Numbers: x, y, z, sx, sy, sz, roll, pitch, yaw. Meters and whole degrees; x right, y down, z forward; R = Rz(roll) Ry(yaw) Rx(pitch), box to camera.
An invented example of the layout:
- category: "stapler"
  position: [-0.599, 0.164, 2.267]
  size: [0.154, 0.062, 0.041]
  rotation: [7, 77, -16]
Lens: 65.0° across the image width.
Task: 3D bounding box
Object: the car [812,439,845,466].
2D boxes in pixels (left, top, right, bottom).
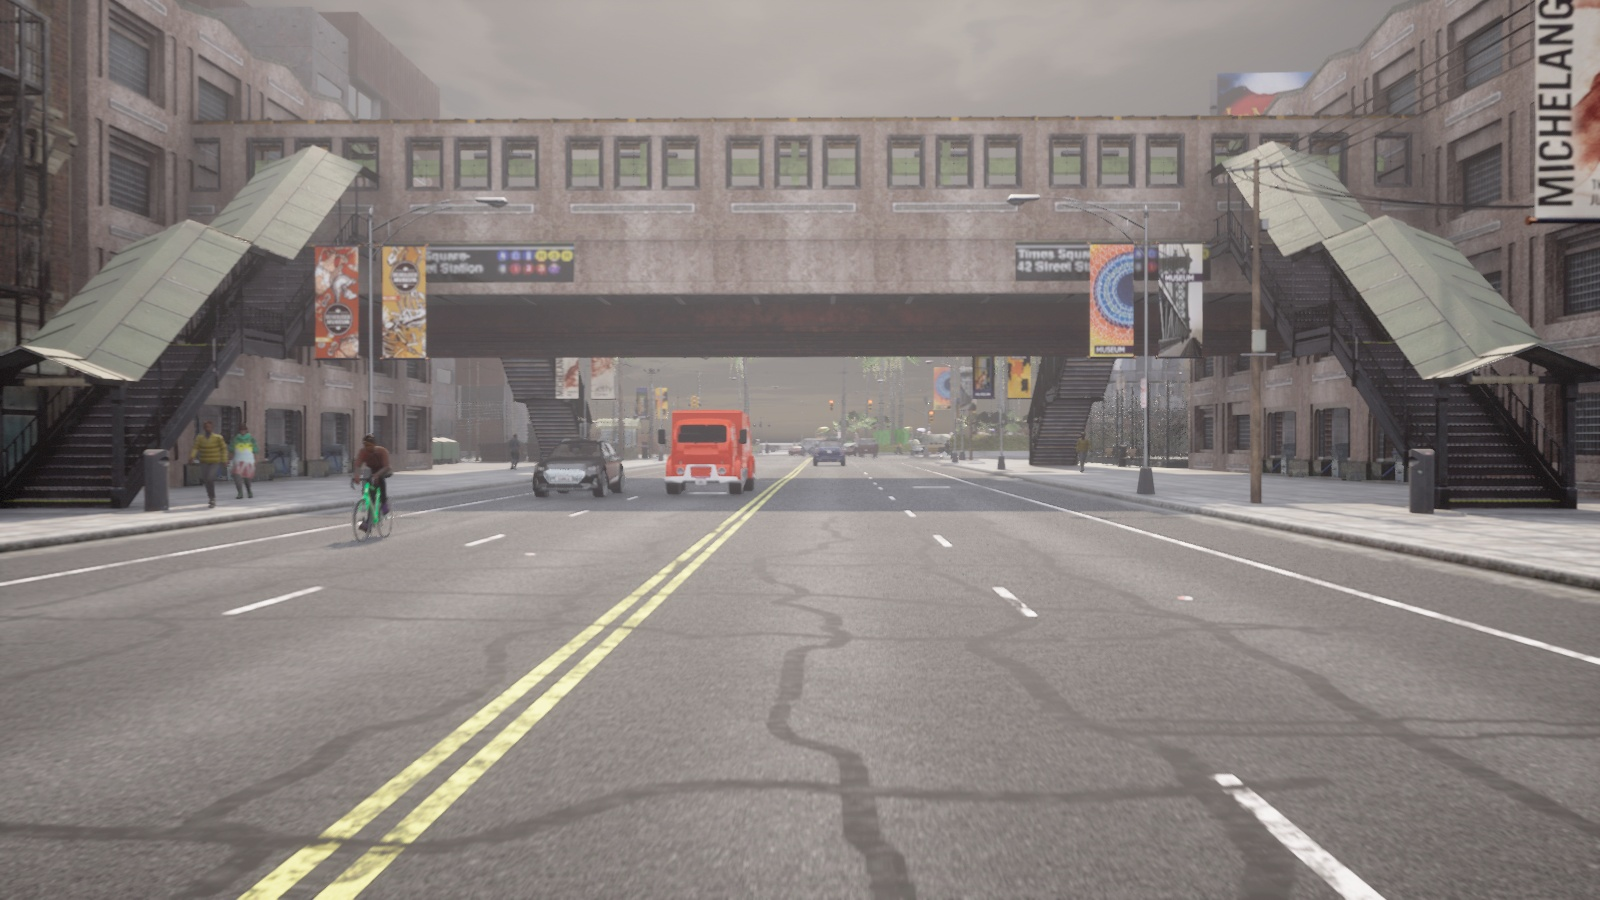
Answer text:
- category: "car"
  position: [1.866, 0.143, 82.201]
  size: [2.097, 1.767, 4.553]
  rotation: [0, 0, 1]

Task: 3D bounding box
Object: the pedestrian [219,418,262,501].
- category: "pedestrian"
  position: [-13.437, 0.221, 30.184]
  size: [0.659, 1.952, 0.873]
  rotation: [0, 0, -3]

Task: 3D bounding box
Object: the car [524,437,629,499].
- category: "car"
  position: [-6.253, 0.470, 35.657]
  size: [2.033, 1.649, 4.856]
  rotation: [0, 0, 1]

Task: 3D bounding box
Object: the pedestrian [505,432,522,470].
- category: "pedestrian"
  position: [-13.964, 0.046, 61.186]
  size: [0.540, 1.848, 0.694]
  rotation: [0, 0, 13]

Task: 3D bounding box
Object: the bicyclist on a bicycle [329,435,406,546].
- category: "bicyclist on a bicycle"
  position: [-6.594, 0.585, 19.217]
  size: [0.582, 1.620, 1.656]
  rotation: [0, 1, 1]

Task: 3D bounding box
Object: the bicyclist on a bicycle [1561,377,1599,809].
- category: "bicyclist on a bicycle"
  position: [3.610, 0.595, 4.507]
  size: [0.659, 1.776, 1.843]
  rotation: [0, 1, 1]

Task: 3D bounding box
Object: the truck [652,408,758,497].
- category: "truck"
  position: [-2.718, 0.047, 37.299]
  size: [2.627, 2.467, 5.204]
  rotation: [0, 0, 1]

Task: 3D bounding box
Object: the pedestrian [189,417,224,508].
- category: "pedestrian"
  position: [-12.091, 0.248, 25.589]
  size: [0.431, 1.840, 0.709]
  rotation: [0, 0, -7]

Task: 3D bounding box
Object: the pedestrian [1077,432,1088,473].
- category: "pedestrian"
  position: [12.542, 0.100, 55.805]
  size: [0.370, 1.835, 0.726]
  rotation: [0, 0, 3]
